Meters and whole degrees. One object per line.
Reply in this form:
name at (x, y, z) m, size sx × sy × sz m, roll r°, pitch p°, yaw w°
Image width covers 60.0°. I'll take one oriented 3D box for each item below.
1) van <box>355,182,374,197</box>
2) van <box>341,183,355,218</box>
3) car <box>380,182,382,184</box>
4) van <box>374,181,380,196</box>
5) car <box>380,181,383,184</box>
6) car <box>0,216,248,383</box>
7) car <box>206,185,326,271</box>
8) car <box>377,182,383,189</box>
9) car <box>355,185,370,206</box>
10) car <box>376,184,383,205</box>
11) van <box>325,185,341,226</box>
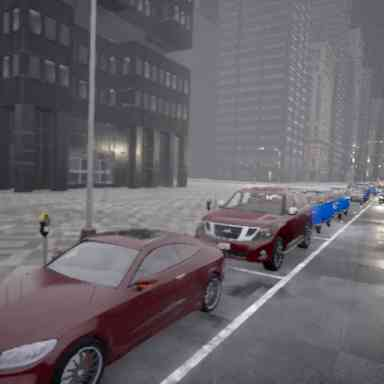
van at (16.990, -0.040, 33.586) m, size 1.690 × 1.788 × 3.998 m, roll 4°, pitch 4°, yaw 32°
van at (8.027, 0.475, 19.111) m, size 1.690 × 1.788 × 3.998 m, roll 4°, pitch 4°, yaw 32°
car at (25.856, -0.364, 47.926) m, size 1.752 × 1.417 × 4.829 m, roll 4°, pitch 4°, yaw 32°
van at (22.965, -0.382, 43.235) m, size 1.690 × 1.788 × 3.998 m, roll 4°, pitch 4°, yaw 32°
car at (43.115, -1.554, 75.775) m, size 2.192 × 1.841 × 5.009 m, roll 4°, pitch 4°, yaw 32°
car at (-0.945, 1.234, 4.651) m, size 1.802 × 1.307 × 4.206 m, roll 4°, pitch 4°, yaw 32°
car at (2.053, 0.794, 9.460) m, size 2.192 × 1.841 × 5.009 m, roll 4°, pitch 4°, yaw 32°
car at (46.078, -1.597, 80.577) m, size 1.967 × 1.590 × 4.097 m, roll 4°, pitch 4°, yaw 32°
car at (13.993, 0.372, 28.775) m, size 1.802 × 1.307 × 4.206 m, roll 4°, pitch 4°, yaw 32°
car at (17.910, 0.388, 29.851) m, size 1.837 × 1.490 × 4.892 m, roll 4°, pitch 4°, yaw 32°
van at (5.040, 0.648, 14.286) m, size 1.690 × 1.788 × 3.998 m, roll 4°, pitch 4°, yaw 32°
